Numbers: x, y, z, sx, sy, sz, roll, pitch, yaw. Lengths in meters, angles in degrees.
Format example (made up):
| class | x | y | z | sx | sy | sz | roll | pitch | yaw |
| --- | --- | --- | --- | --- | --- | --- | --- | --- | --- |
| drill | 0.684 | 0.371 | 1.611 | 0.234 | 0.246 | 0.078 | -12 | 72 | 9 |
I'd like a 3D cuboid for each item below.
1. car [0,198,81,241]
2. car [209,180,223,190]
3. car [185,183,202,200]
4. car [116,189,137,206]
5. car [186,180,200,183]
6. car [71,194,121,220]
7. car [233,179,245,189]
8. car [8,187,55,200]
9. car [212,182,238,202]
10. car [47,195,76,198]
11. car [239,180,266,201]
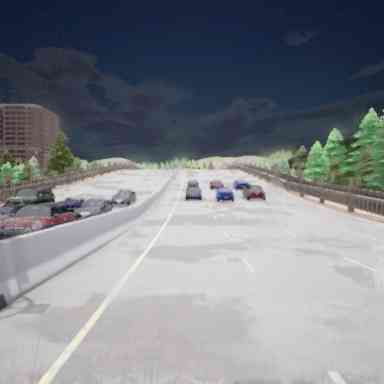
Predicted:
| class | x | y | z | sx | sy | sz | roll | pitch | yaw |
| --- | --- | --- | --- | --- | --- | --- | --- | --- | --- |
| car | -7.077 | 1.357 | 15.410 | 2.097 | 1.767 | 4.553 | 0 | 1 | 0 |
| car | 3.671 | -1.167 | 49.584 | 1.994 | 1.385 | 4.181 | 0 | 7 | 0 |
| car | 0.204 | 0.117 | 39.086 | 1.994 | 1.385 | 4.181 | 0 | 6 | 0 |
| car | -6.971 | 0.513 | 34.508 | 2.128 | 1.511 | 4.902 | 0 | 5 | 1 |
| car | 0.164 | -1.116 | 49.063 | 2.033 | 1.411 | 5.357 | 0 | 7 | 0 |
| car | -7.060 | 1.223 | 24.443 | 2.128 | 1.511 | 4.902 | 0 | 3 | 0 |
| car | 7.167 | -1.209 | 49.205 | 1.882 | 1.535 | 5.008 | 0 | 7 | 0 |
| car | -14.021 | 0.666 | 29.278 | 2.150 | 2.045 | 5.566 | 0 | 4 | 1 |
| car | 3.698 | 0.146 | 37.986 | 1.882 | 1.535 | 5.008 | 0 | 6 | 0 |
| car | -10.519 | 1.061 | 29.061 | 1.895 | 1.301 | 4.718 | 0 | 4 | 1 |
| car | 7.203 | -0.077 | 38.852 | 2.097 | 1.767 | 4.553 | 0 | 6 | 0 |
